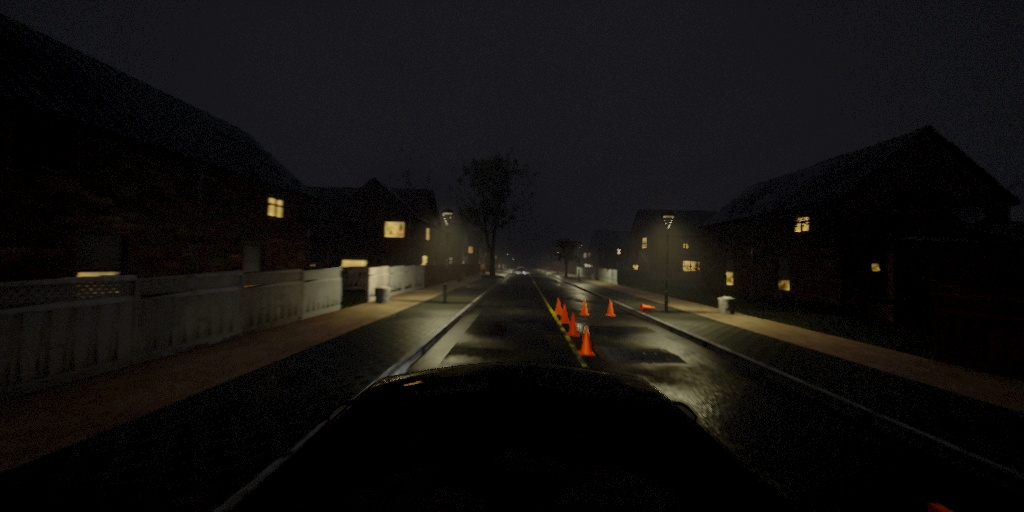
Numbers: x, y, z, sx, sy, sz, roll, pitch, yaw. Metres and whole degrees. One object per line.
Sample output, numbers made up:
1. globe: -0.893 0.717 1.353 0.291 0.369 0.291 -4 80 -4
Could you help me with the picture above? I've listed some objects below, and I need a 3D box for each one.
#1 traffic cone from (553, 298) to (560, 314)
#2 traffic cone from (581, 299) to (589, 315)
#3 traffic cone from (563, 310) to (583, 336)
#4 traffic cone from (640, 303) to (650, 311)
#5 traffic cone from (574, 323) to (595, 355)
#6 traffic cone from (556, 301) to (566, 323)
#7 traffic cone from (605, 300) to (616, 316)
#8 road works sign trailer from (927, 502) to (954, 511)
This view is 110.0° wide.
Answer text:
1. traffic cone: 1.781 1.923 13.839 0.340 0.580 0.340 0 0 2
2. traffic cone: 2.780 1.950 13.811 0.340 0.580 0.340 0 0 2
3. traffic cone: 1.672 1.860 9.841 0.340 0.580 0.340 0 0 2
4. traffic cone: 4.947 1.685 13.759 0.340 0.580 0.340 0 0 -6
5. traffic cone: 1.618 1.832 7.842 0.340 0.580 0.340 0 0 2
6. traffic cone: 1.726 1.891 11.840 0.340 0.580 0.340 0 0 2
7. traffic cone: 3.779 1.978 13.783 0.340 0.580 0.340 0 0 2
8. road works sign trailer: 2.594 0.275 0.813 2.380 3.560 2.880 0 0 2
